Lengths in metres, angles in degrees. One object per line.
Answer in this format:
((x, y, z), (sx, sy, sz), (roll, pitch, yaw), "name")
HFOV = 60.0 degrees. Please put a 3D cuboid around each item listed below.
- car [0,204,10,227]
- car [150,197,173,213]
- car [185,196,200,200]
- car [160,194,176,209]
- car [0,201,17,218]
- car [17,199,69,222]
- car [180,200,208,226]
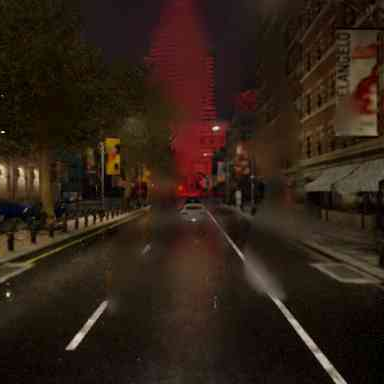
((-11.508, 1.548, 16.174), (2.033, 1.411, 5.357), (0, 0, 0), "car")
((-3.476, 1.565, 36.965), (1.994, 1.385, 4.181), (0, 0, 0), "car")
((0.112, 1.354, 47.665), (2.097, 1.767, 4.553), (0, 0, 0), "car")
((-3.465, 1.225, 46.719), (2.150, 2.045, 5.566), (0, 0, 0), "car")
((-14.983, 1.478, 26.365), (1.882, 1.535, 5.008), (0, 0, 0), "car")
((-11.482, 1.353, 26.394), (2.097, 1.767, 4.553), (0, 0, 0), "car")
((0.116, 1.527, 23.061), (1.812, 1.442, 4.674), (0, 0, 0), "car")
